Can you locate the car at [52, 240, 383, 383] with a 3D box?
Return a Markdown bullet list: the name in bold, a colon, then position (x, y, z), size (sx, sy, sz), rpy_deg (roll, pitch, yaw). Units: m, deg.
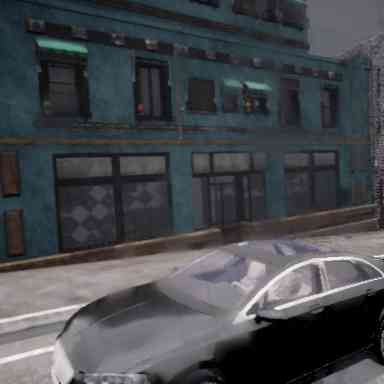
- **car**: position (0.884, 1.441, 4.225), size (4.902, 1.511, 2.128), rpy_deg (0, 1, -30)
